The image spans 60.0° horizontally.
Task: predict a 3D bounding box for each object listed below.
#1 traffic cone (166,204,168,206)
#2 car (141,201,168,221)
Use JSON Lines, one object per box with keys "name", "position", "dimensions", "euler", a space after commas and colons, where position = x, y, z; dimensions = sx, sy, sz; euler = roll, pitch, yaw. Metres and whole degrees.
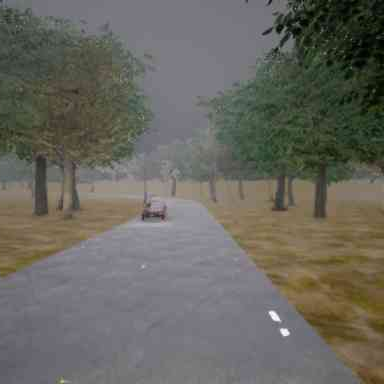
{"name": "traffic cone", "position": [-4.204, 2.032, 50.617], "dimensions": [0.340, 0.580, 0.340], "euler": [0, 0, 0]}
{"name": "car", "position": [-3.098, 1.537, 28.270], "dimensions": [1.882, 1.535, 5.008], "euler": [0, 0, 0]}
